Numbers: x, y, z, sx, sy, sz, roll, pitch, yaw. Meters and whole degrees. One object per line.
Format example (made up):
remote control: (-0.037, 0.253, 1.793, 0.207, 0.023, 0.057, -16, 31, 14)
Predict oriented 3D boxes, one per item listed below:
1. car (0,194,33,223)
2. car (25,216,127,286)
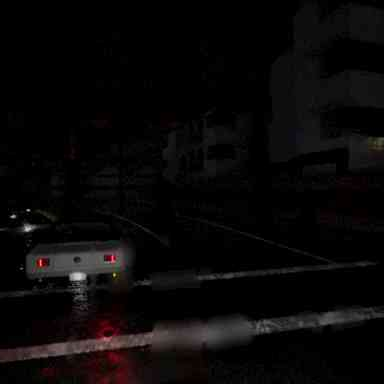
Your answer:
car: (-9.909, 0.858, 18.285, 1.812, 1.442, 4.674, -2, 3, -30)
car: (-2.685, 1.268, 8.542, 1.895, 1.301, 4.718, -1, 2, -13)
